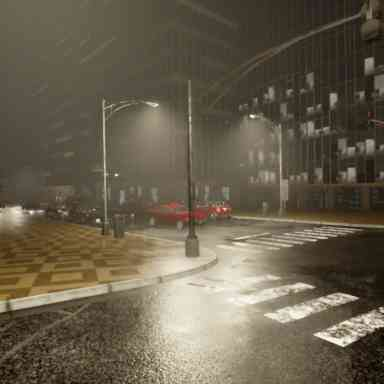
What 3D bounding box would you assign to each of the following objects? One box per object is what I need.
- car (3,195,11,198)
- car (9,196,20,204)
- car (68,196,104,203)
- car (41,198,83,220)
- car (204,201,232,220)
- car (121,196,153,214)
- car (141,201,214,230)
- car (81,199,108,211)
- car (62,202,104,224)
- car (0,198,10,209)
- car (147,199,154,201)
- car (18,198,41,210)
[{"bbox_3d":[-42.965,1.949,79.597,1.887,1.381,4.507,-2,1,-41],"label":"car"},{"bbox_3d":[-39.267,1.940,75.325,1.947,1.339,4.313,-2,1,-41],"label":"car"},{"bbox_3d":[-11.197,1.441,34.058,2.150,2.045,5.566,-2,0,-40],"label":"car"},{"bbox_3d":[-12.364,1.704,31.435,1.967,1.590,4.097,-2,1,-41],"label":"car"},{"bbox_3d":[1.411,1.467,28.341,1.967,1.590,4.097,-2,1,-41],"label":"car"},{"bbox_3d":[-5.990,1.407,36.878,2.192,1.841,5.009,-2,1,-41],"label":"car"},{"bbox_3d":[-1.103,1.607,22.394,1.882,1.535,5.008,-2,1,-41],"label":"car"},{"bbox_3d":[-13.380,1.721,45.426,1.947,1.339,4.313,-2,1,-41],"label":"car"},{"bbox_3d":[-8.669,1.798,27.171,1.947,1.339,4.313,-2,1,-41],"label":"car"},{"bbox_3d":[-30.821,2.004,52.765,1.802,1.307,4.206,-2,1,-41],"label":"car"},{"bbox_3d":[-2.285,1.641,32.613,1.802,1.307,4.206,-2,1,-41],"label":"car"},{"bbox_3d":[-23.141,1.927,48.012,1.994,1.385,4.181,-2,1,-41],"label":"car"}]
